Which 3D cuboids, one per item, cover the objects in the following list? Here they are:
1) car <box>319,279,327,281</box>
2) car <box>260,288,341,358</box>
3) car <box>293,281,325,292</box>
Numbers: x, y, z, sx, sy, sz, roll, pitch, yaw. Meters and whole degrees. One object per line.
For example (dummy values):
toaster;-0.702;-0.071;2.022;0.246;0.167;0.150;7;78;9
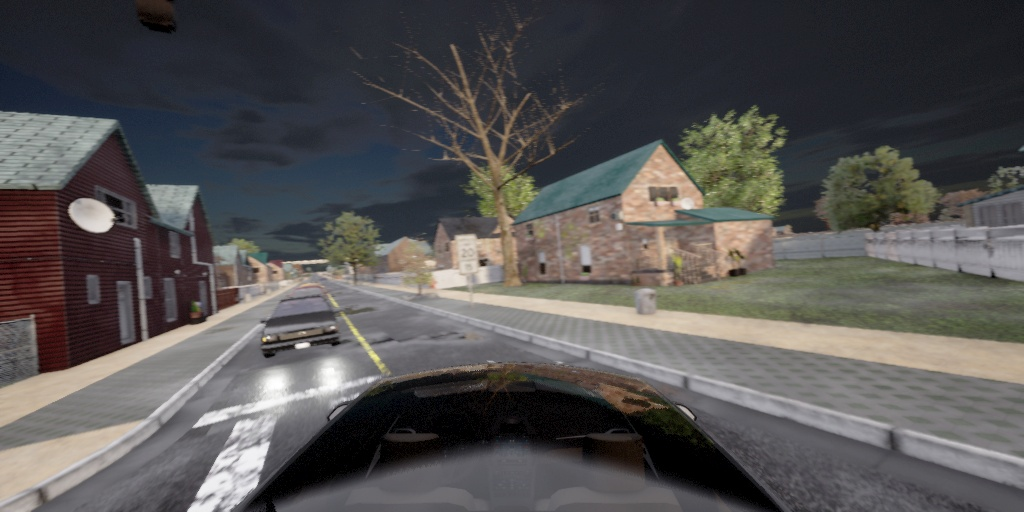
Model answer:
car;-16.381;2.995;29.228;1.882;1.535;5.008;-5;-1;-29
car;-6.535;1.990;11.280;2.033;1.411;5.357;-5;-1;-29
car;-11.462;2.460;20.243;1.882;1.535;5.008;-5;-1;-29
